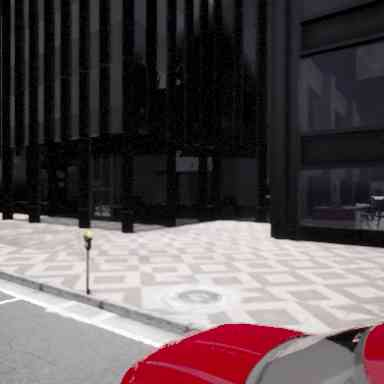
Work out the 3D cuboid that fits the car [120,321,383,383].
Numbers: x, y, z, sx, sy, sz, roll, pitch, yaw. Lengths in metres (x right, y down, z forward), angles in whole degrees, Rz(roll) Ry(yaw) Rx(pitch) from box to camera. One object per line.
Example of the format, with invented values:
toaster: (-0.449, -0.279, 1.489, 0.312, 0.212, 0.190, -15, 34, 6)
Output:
car: (1.464, 1.539, 1.930, 4.507, 1.381, 1.887, 0, 0, 35)
